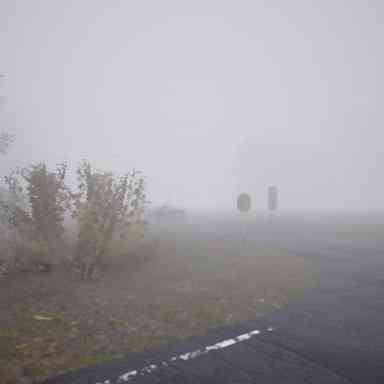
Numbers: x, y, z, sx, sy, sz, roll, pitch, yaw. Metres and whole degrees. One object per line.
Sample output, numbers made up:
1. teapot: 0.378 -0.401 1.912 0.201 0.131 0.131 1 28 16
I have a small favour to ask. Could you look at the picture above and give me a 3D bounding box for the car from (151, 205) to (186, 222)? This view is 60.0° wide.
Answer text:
1. car: -2.540 1.942 31.169 1.882 1.535 5.008 2 -2 -35
